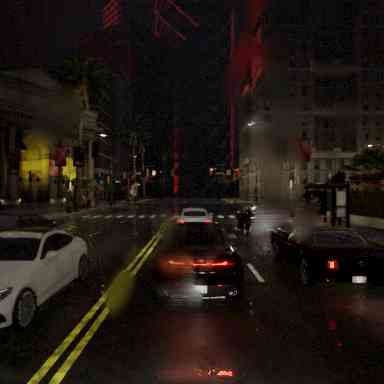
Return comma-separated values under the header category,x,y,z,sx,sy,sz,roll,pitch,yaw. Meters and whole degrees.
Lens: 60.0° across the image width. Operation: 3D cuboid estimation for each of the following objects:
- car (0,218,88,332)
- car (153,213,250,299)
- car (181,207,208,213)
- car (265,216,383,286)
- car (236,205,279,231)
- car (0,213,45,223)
category,x,y,z,sx,sy,sz,roll,pitch,yaw
car,-3.584,1.526,6.960,1.812,1.442,4.674,0,0,0
car,0.122,1.505,8.398,1.837,1.490,4.892,0,0,0
car,0.122,1.525,17.498,1.812,1.442,4.674,0,0,0
car,3.616,1.601,9.397,1.895,1.301,4.718,0,0,0
car,3.627,1.491,18.664,2.128,1.511,4.902,0,0,0
car,-7.060,1.548,13.080,2.033,1.411,5.357,0,0,0
